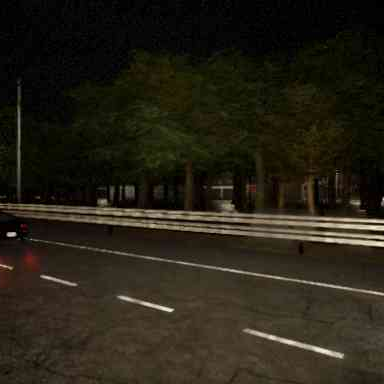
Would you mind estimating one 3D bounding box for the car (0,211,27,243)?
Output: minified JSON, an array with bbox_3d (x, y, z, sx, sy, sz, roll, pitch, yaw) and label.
[{"bbox_3d":[-9.066,1.533,14.648,4.674,1.442,1.812,0,0,36],"label":"car"}]
